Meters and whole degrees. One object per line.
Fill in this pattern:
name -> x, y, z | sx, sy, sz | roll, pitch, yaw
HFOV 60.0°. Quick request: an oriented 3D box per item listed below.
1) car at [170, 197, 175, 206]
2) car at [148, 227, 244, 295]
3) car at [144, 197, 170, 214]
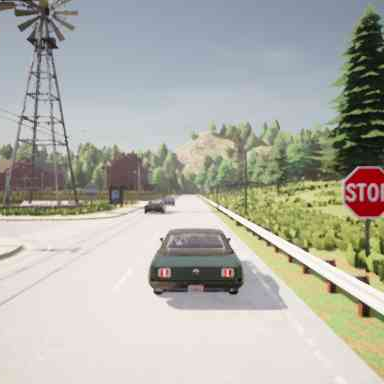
car -> -3.499, 1.374, 49.289 | 1.994, 1.385, 4.181 | 0, 0, 0
car -> 0.086, 1.563, 8.589 | 1.895, 1.301, 4.718 | 0, 0, 0
car -> -3.592, 1.459, 33.036 | 1.895, 1.301, 4.718 | 0, 0, 0
